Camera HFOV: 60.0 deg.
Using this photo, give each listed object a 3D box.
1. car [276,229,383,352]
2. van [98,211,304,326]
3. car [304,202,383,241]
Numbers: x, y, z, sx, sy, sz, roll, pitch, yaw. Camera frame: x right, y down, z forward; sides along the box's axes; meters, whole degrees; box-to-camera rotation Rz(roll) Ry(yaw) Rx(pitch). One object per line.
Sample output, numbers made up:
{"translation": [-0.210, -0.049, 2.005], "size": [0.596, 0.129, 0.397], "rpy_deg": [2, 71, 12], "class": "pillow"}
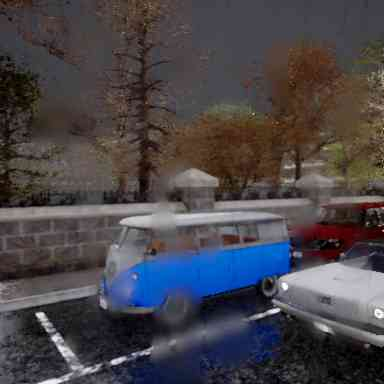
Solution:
{"translation": [3.632, 1.564, 5.902], "size": [4.718, 1.301, 1.895], "rpy_deg": [0, 0, -35], "class": "car"}
{"translation": [0.240, 1.318, 6.737], "size": [3.998, 1.788, 1.690], "rpy_deg": [0, 0, -36], "class": "van"}
{"translation": [4.747, 1.259, 9.952], "size": [5.009, 1.841, 2.192], "rpy_deg": [0, 0, -36], "class": "car"}
